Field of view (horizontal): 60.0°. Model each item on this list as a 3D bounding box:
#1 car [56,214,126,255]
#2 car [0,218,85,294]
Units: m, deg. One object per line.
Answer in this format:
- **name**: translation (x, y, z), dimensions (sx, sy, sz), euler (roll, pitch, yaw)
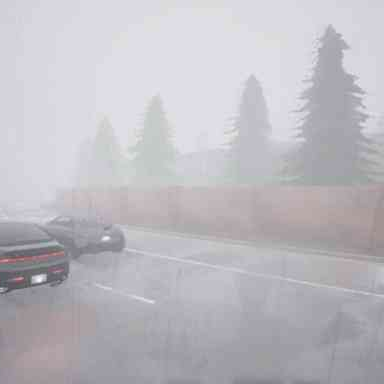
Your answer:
- **car**: translation (-4.332, 1.504, 12.435), dimensions (4.181, 1.385, 1.994), euler (1, 0, 43)
- **car**: translation (-4.854, 1.444, 8.160), dimensions (4.892, 1.490, 1.837), euler (1, 0, 41)
